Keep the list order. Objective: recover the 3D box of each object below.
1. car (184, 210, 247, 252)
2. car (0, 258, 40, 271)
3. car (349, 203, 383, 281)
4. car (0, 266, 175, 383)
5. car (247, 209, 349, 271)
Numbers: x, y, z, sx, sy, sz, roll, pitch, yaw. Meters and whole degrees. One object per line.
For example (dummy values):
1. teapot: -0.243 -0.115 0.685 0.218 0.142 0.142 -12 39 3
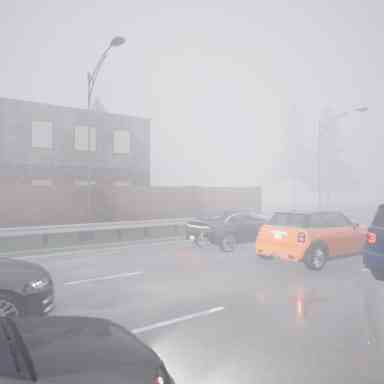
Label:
1. car: 1.989 1.491 13.829 4.902 1.511 2.128 0 0 -35
2. car: -4.611 1.492 4.753 4.902 1.511 2.128 0 0 -36
3. car: 6.642 1.221 8.545 5.566 2.045 2.150 0 0 -35
4. car: -2.127 1.564 2.230 4.181 1.385 1.994 0 0 -35
5. car: 4.311 1.352 11.184 4.553 1.767 2.097 0 0 -35
